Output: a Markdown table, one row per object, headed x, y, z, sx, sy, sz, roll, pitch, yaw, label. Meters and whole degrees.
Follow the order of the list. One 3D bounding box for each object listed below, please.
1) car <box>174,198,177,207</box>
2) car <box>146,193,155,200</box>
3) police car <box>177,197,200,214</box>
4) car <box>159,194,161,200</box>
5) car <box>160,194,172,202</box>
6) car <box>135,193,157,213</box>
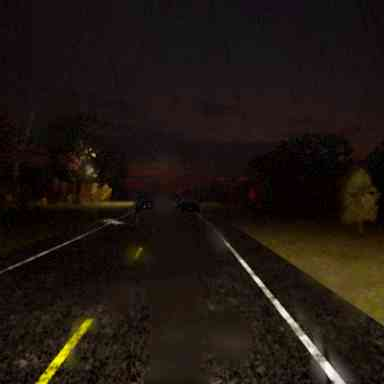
| x | y | z | sx | sy | sz | roll | pitch | yaw | label |
| --- | --- | --- | --- | --- | --- | --- | --- | --- | --- |
| -1.101 | 1.434 | 45.368 | 1.882 | 1.535 | 5.008 | 0 | 0 | -5 | car |
| -9.856 | 1.125 | 78.198 | 1.882 | 1.535 | 5.008 | 0 | 0 | -9 | car |
| -0.279 | 1.395 | 35.457 | 1.930 | 1.638 | 5.238 | 0 | 0 | -4 | police car |
| -7.581 | 1.311 | 86.006 | 2.128 | 1.511 | 4.902 | 0 | 0 | -11 | car |
| -5.079 | 1.340 | 70.314 | 1.837 | 1.490 | 4.892 | 0 | 0 | -8 | car |
| -5.093 | 1.191 | 37.149 | 2.150 | 2.045 | 5.566 | 0 | 0 | -5 | car |
